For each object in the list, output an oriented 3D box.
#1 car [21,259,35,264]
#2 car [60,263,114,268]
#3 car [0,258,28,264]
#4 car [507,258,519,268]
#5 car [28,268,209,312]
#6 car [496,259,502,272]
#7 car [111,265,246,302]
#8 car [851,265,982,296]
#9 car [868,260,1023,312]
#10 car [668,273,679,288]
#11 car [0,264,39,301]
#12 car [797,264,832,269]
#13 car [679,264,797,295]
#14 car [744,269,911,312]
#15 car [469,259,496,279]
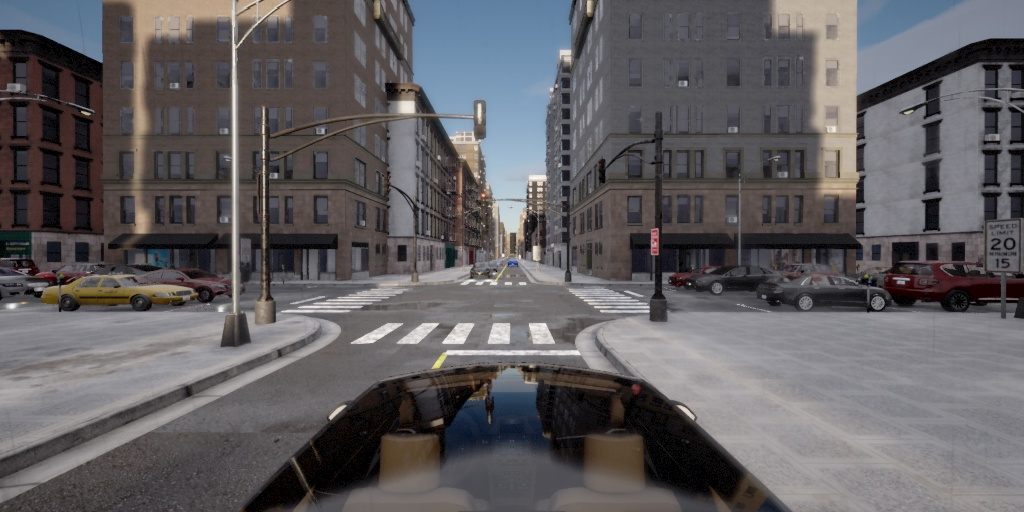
[{"bbox_3d":[-26.349,1.168,21.814,4.097,1.591,1.967,0,0,0],"label":"car"},{"bbox_3d":[-20.817,1.246,19.183,4.892,1.490,1.837,0,0,1],"label":"car"},{"bbox_3d":[-32.011,1.042,21.833,5.009,1.841,2.192,0,0,0],"label":"car"},{"bbox_3d":[0.153,1.247,63.171,1.882,1.535,5.008,0,0,0],"label":"car"},{"bbox_3d":[-14.883,1.294,13.751,4.829,1.417,1.751,0,0,0],"label":"car"},{"bbox_3d":[-2.742,1.305,45.277,2.033,1.411,5.357,0,0,0],"label":"car"},{"bbox_3d":[-14.774,1.282,16.265,4.674,1.442,1.812,0,0,0],"label":"car"},{"bbox_3d":[21.404,1.255,19.115,4.892,1.490,1.837,0,0,0],"label":"car"},{"bbox_3d":[17.202,1.090,13.644,5.009,1.841,2.192,0,0,0],"label":"car"},{"bbox_3d":[11.820,1.280,21.687,4.507,1.381,1.888,0,0,0],"label":"car"},{"bbox_3d":[-23.930,1.247,16.312,4.902,1.511,2.128,0,0,0],"label":"car"},{"bbox_3d":[17.229,1.176,21.669,4.097,1.591,1.967,0,0,0],"label":"car"},{"bbox_3d":[11.922,1.253,19.143,4.892,1.490,1.837,0,0,0],"label":"car"},{"bbox_3d":[11.793,1.325,13.662,4.403,1.370,2.007,0,0,0],"label":"car"},{"bbox_3d":[-2.772,1.260,33.061,1.837,1.490,4.892,0,0,0],"label":"car"}]
